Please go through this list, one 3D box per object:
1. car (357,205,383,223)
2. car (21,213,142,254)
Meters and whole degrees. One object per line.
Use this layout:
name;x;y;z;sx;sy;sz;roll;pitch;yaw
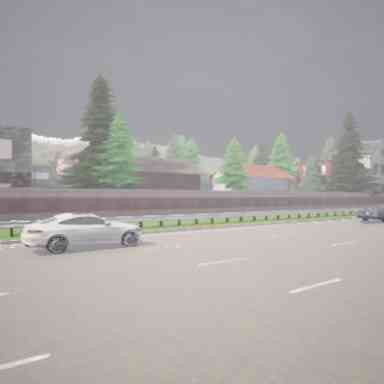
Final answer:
car;16.141;1.787;28.173;5.357;1.411;2.033;1;0;-36
car;-4.342;1.567;13.547;4.674;1.442;1.812;1;0;-36
